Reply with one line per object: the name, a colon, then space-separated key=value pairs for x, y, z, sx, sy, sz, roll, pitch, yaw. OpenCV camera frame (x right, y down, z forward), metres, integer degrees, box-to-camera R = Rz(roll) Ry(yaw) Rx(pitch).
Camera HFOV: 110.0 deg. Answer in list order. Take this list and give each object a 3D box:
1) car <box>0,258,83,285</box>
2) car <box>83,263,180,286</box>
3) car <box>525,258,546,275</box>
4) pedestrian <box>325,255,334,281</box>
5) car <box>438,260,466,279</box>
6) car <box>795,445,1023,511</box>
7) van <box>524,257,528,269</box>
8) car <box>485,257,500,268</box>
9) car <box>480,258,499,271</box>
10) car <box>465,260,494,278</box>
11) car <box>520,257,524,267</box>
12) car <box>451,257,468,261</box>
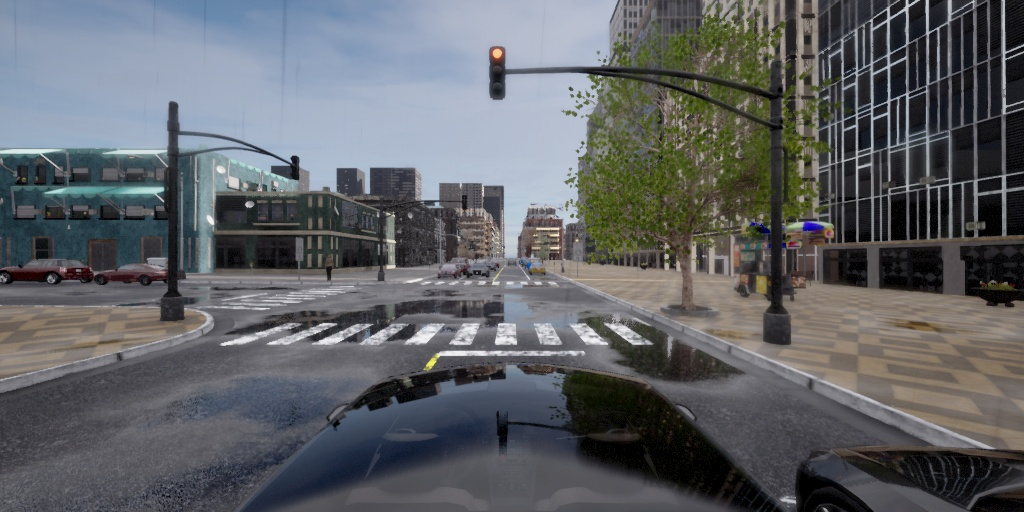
car: x=-28.366 y=0.879 z=21.810 sx=4.097 sy=1.591 sz=1.967 roll=0 pitch=0 yaw=-1
car: x=-22.818 y=1.090 z=21.887 sx=4.207 sy=1.307 sz=1.802 roll=0 pitch=0 yaw=-1
car: x=2.695 y=1.278 z=38.694 sx=1.751 sy=1.417 sz=4.829 roll=0 pitch=0 yaw=0
pedestrian: x=-12.746 y=0.788 z=24.977 sx=0.375 sy=1.860 sz=0.375 roll=0 pitch=-1 yaw=-1
car: x=-5.685 y=1.334 z=32.972 sx=1.802 sy=1.307 sz=4.207 roll=0 pitch=0 yaw=0
car: x=2.691 y=1.316 z=0.495 sx=1.948 sy=1.339 sz=4.313 roll=0 pitch=0 yaw=0
van: x=2.696 y=1.094 z=44.075 sx=1.690 sy=1.789 sz=3.998 roll=0 pitch=0 yaw=0
car: x=-3.064 y=1.233 z=59.770 sx=1.882 sy=1.535 sz=5.008 roll=0 pitch=1 yaw=0
car: x=-3.090 y=1.318 z=47.096 sx=1.994 sy=1.385 sz=4.181 roll=0 pitch=0 yaw=1
car: x=-3.095 y=1.316 z=33.796 sx=1.994 sy=1.385 sz=4.181 roll=0 pitch=0 yaw=0
car: x=2.697 y=1.305 z=55.177 sx=2.007 sy=1.370 sz=4.403 roll=0 pitch=0 yaw=0
car: x=-5.685 y=1.067 z=38.523 sx=2.192 sy=1.841 sz=5.009 roll=0 pitch=0 yaw=0
